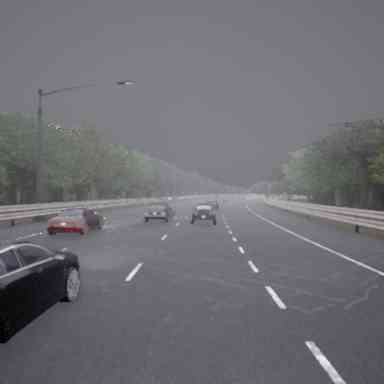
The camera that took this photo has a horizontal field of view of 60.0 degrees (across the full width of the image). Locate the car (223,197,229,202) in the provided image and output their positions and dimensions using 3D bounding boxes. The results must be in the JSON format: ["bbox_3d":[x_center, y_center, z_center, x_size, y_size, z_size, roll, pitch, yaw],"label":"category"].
[{"bbox_3d":[9.347,1.971,92.272,1.895,1.301,4.718,0,0,9],"label":"car"}]

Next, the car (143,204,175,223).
[{"bbox_3d":[-2.533,1.630,26.554,2.033,1.411,5.357,0,0,4],"label":"car"}]

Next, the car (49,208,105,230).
[{"bbox_3d":[-6.450,1.605,18.900,1.994,1.385,4.181,0,0,3],"label":"car"}]

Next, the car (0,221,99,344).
[{"bbox_3d":[-3.344,1.497,5.357,2.128,1.511,4.902,0,0,1],"label":"car"}]

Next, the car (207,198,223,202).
[{"bbox_3d":[2.919,1.674,47.410,2.128,1.511,4.902,0,0,7],"label":"car"}]

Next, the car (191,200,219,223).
[{"bbox_3d":[0.960,1.618,26.109,1.812,1.442,4.674,0,0,3],"label":"car"}]
